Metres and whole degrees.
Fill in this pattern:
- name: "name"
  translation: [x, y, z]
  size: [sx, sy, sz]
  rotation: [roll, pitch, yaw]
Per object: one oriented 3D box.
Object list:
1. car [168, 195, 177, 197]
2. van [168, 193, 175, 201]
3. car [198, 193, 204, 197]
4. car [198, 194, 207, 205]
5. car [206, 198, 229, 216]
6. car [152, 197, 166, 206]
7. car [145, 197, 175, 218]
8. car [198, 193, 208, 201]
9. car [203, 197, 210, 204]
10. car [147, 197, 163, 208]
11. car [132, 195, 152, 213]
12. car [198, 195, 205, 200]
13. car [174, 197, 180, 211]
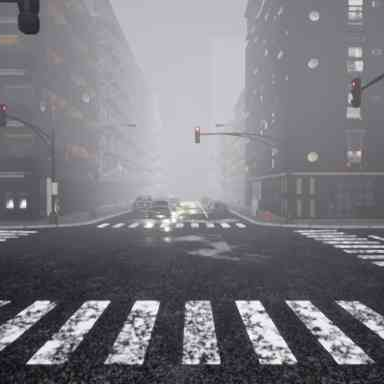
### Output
- name: "car"
  translation: [-2.759, 1.525, 50.971]
  size: [2.033, 1.411, 5.357]
  rotation: [0, 0, 1]
- name: "van"
  translation: [-5.302, 1.295, 86.922]
  size: [1.690, 1.788, 3.998]
  rotation: [-1, 0, 0]
- name: "car"
  translation: [2.578, 1.545, 75.800]
  size: [1.802, 1.307, 4.206]
  rotation: [-1, 0, 0]
- name: "car"
  translation: [2.572, 1.518, 59.183]
  size: [1.887, 1.381, 4.507]
  rotation: [-1, 0, 0]
- name: "car"
  translation: [2.564, 1.570, 31.487]
  size: [1.802, 1.307, 4.206]
  rotation: [-1, 0, 0]
- name: "car"
  translation: [-5.309, 1.558, 53.700]
  size: [1.802, 1.307, 4.206]
  rotation: [-1, 0, 0]
- name: "car"
  translation: [-2.833, 1.493, 30.220]
  size: [1.837, 1.490, 4.892]
  rotation: [0, 0, 0]
- name: "car"
  translation: [2.576, 1.274, 81.340]
  size: [2.192, 1.841, 5.009]
  rotation: [-1, 0, 0]
- name: "car"
  translation: [2.566, 1.536, 37.026]
  size: [2.008, 1.369, 4.403]
  rotation: [-1, 0, 0]
- name: "car"
  translation: [-5.312, 1.505, 47.992]
  size: [1.752, 1.417, 4.829]
  rotation: [-1, 0, 0]
- name: "car"
  translation: [-5.318, 1.300, 37.088]
  size: [2.192, 1.841, 5.009]
  rotation: [-1, 0, 0]
- name: "car"
  translation: [2.583, 1.532, 92.418]
  size: [1.802, 1.307, 4.206]
  rotation: [-1, 0, 0]
- name: "car"
  translation: [-2.826, 1.584, 40.321]
  size: [1.895, 1.301, 4.718]
  rotation: [0, 0, 0]
